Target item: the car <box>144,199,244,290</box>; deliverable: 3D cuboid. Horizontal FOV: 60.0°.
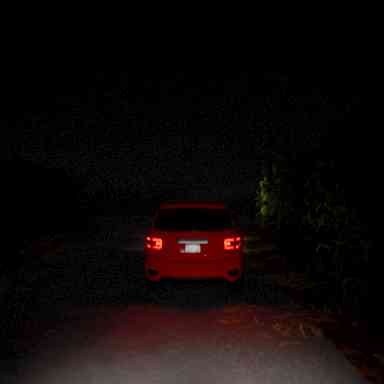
[{"bbox_3d":[0.090,1.185,9.159,2.150,2.045,5.566,0,0,2],"label":"car"}]
